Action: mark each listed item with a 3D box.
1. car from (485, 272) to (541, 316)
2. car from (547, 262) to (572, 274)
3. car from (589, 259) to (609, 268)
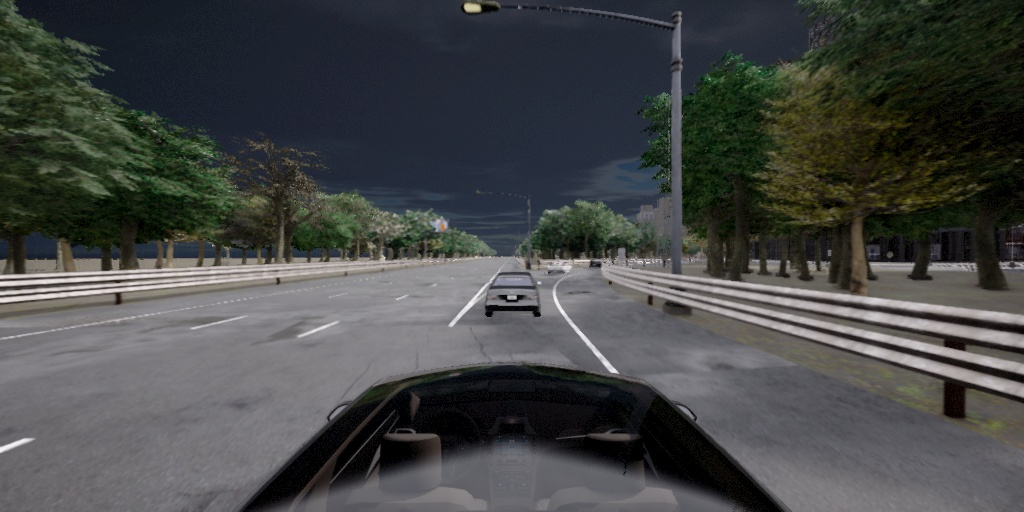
[{"bbox_3d":[0.105,1.285,13.243,2.033,1.411,5.357,0,0,2],"label":"car"},{"bbox_3d":[5.327,1.310,39.666,1.895,1.301,4.718,0,0,21],"label":"car"},{"bbox_3d":[13.780,1.169,56.365,1.882,1.535,5.008,0,0,33],"label":"car"}]
